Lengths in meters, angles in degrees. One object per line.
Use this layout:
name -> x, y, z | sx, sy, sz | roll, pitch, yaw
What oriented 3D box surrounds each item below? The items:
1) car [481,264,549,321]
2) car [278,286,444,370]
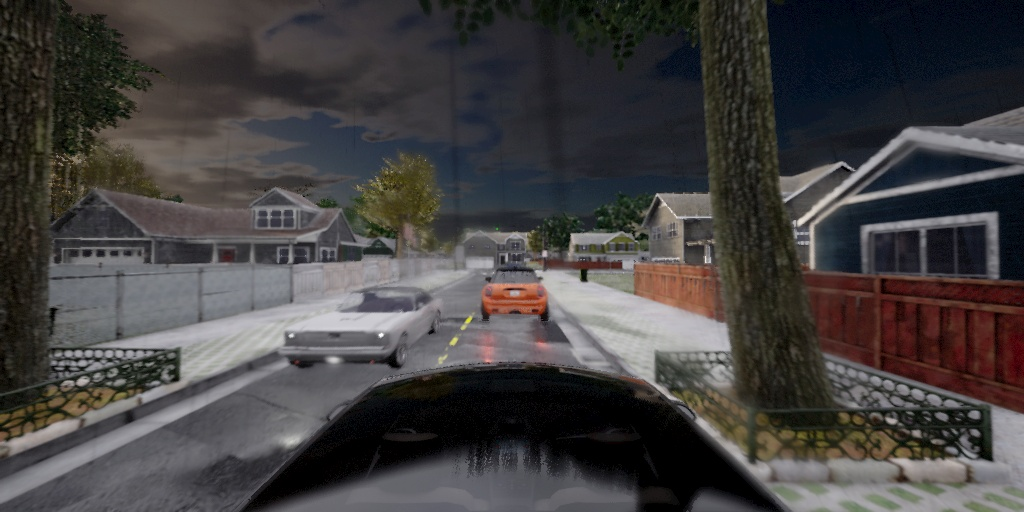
car -> 0.097, 1.159, 12.913 | 2.097, 1.767, 4.553 | 0, 0, 0
car -> -2.852, 1.383, 7.966 | 1.895, 1.301, 4.718 | 0, 0, 0
